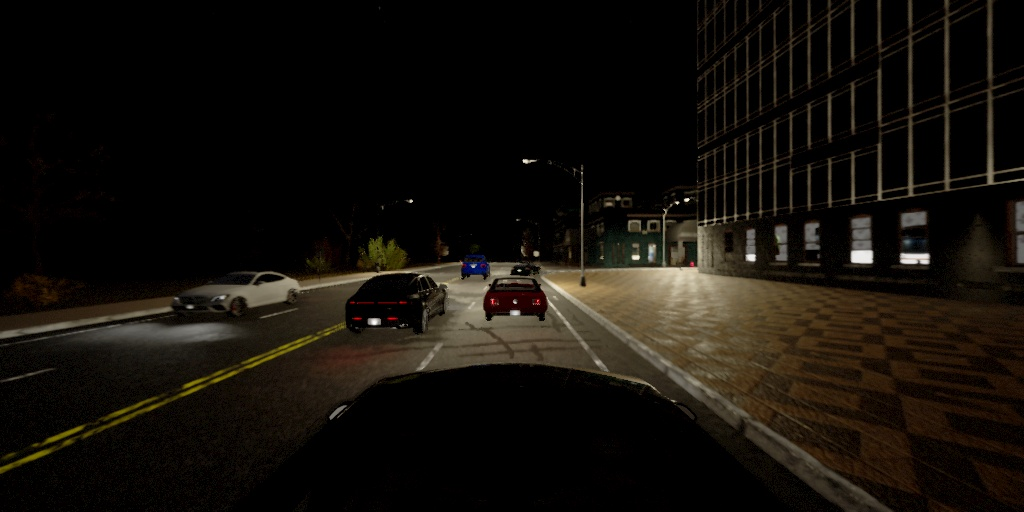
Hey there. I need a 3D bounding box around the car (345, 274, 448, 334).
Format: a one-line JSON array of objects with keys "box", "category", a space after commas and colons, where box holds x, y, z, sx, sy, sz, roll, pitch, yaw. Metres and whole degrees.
[{"box": [-3.151, 1.256, 10.629, 1.837, 1.490, 4.892, 0, 0, 0], "category": "car"}]

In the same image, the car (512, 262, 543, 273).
[{"box": [1.512, 1.307, 34.949, 1.994, 1.385, 4.181, -1, 0, 24], "category": "car"}]

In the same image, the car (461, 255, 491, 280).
[{"box": [-3.144, 0.972, 31.778, 2.150, 2.045, 5.566, 0, 0, 0], "category": "car"}]

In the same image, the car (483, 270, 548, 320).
[{"box": [0.100, 1.352, 12.548, 1.895, 1.301, 4.718, 0, 0, 0], "category": "car"}]

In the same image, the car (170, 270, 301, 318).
[{"box": [-9.756, 1.277, 13.203, 1.812, 1.442, 4.674, 0, 0, 0], "category": "car"}]
